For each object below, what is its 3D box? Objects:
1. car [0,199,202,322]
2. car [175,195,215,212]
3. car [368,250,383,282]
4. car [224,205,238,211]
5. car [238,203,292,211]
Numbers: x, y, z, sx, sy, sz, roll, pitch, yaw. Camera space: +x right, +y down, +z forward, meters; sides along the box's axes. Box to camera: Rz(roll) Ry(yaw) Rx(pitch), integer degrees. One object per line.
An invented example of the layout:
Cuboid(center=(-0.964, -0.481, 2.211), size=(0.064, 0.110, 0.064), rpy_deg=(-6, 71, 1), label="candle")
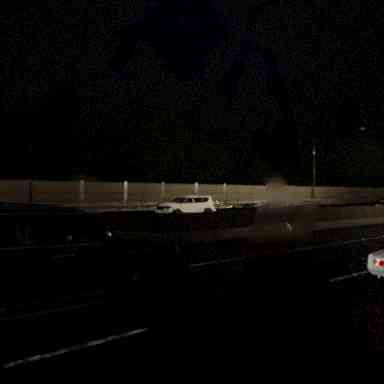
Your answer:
Cuboid(center=(-2.736, 1.230, 6.094), size=(5.566, 2.045, 2.150), rpy_deg=(0, 0, -36), label="car")
Cuboid(center=(-0.507, 1.319, 29.431), size=(5.566, 2.045, 2.150), rpy_deg=(0, 0, -36), label="car")
Cuboid(center=(6.501, 1.663, 8.385), size=(4.718, 1.301, 1.895), rpy_deg=(0, 0, -36), label="car")
Cuboid(center=(4.538, 1.677, 28.728), size=(4.181, 1.385, 1.994), rpy_deg=(0, 0, -35), label="car")
Cuboid(center=(6.061, 1.636, 25.517), size=(4.674, 1.442, 1.812), rpy_deg=(0, 0, -36), label="car")
